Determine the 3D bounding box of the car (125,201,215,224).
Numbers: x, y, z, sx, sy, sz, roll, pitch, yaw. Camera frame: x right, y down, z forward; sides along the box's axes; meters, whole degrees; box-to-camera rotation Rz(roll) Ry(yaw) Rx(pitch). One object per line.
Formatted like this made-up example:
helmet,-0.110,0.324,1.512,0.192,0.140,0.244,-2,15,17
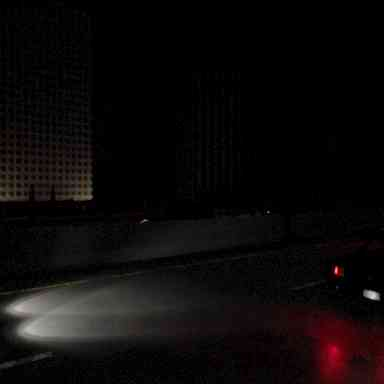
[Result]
car,-1.029,1.353,16.153,4.553,1.767,2.097,0,0,-36

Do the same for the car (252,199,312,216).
car,6.786,1.494,26.023,4.902,1.511,2.128,0,0,-35

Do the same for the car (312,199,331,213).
car,12.378,1.495,34.298,4.902,1.511,2.128,0,0,-35

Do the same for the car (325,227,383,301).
car,5.110,1.602,7.389,4.718,1.301,1.895,0,0,-36

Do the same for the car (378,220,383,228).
car,10.470,1.528,15.510,4.674,1.442,1.812,0,0,-36
